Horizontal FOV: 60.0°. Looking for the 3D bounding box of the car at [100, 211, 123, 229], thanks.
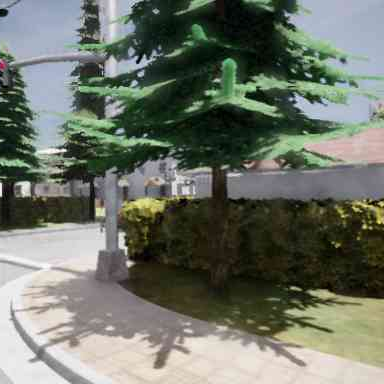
[{"bbox_3d":[-3.706,1.626,21.929,1.882,1.535,5.008,-1,0,35],"label":"car"}]
